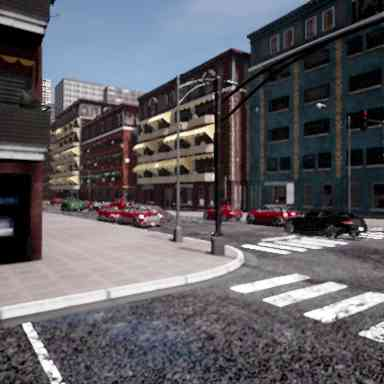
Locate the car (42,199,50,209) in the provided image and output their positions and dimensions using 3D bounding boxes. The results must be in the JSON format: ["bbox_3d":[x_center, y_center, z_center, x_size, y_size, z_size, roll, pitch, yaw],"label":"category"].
[{"bbox_3d":[-25.992,2.165,56.328,1.967,1.590,4.097,-1,0,-35],"label":"car"}]

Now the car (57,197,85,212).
[{"bbox_3d":[-17.534,1.819,48.656,2.150,2.045,5.566,0,-1,-34],"label":"car"}]

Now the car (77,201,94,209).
[{"bbox_3d":[-19.535,2.317,60.848,1.802,1.307,4.206,-1,0,-35],"label":"car"}]

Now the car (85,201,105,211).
[{"bbox_3d":[-13.301,2.156,47.503,1.895,1.301,4.718,0,-1,-34],"label":"car"}]

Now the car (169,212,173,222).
[{"bbox_3d":[-3.381,1.851,28.186,1.994,1.385,4.181,0,-1,-35],"label":"car"}]

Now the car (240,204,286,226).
[{"bbox_3d":[5.833,1.632,24.425,1.967,1.590,4.097,-1,0,-35],"label":"car"}]

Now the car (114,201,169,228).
[{"bbox_3d":[-3.799,1.689,24.453,1.967,1.590,4.097,-1,0,-35],"label":"car"}]

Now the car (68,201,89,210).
[{"bbox_3d":[-19.107,2.226,55.759,2.033,1.411,5.357,0,-1,-35],"label":"car"}]

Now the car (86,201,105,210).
[{"bbox_3d":[-16.365,2.250,56.294,1.802,1.307,4.206,-1,0,-35],"label":"car"}]

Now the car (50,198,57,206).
[{"bbox_3d":[-32.221,2.318,79.064,2.192,1.841,5.009,-1,0,-35],"label":"car"}]

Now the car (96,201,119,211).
[{"bbox_3d":[-13.195,2.151,51.741,2.008,1.369,4.403,-1,0,-35],"label":"car"}]

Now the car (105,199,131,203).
[{"bbox_3d":[-10.028,1.847,47.188,2.192,1.841,5.009,-1,0,-35],"label":"car"}]

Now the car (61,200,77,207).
[{"bbox_3d":[-25.876,2.420,69.955,2.008,1.369,4.403,-1,0,-35],"label":"car"}]

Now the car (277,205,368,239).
[{"bbox_3d":[7.083,1.641,18.065,1.812,1.442,4.674,1,-1,-27],"label":"car"}]

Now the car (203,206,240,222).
[{"bbox_3d":[2.661,1.842,28.976,1.802,1.307,4.206,-1,0,-35],"label":"car"}]

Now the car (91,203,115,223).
[{"bbox_3d":[-6.968,1.899,29.006,1.802,1.307,4.206,-1,0,-35],"label":"car"}]
